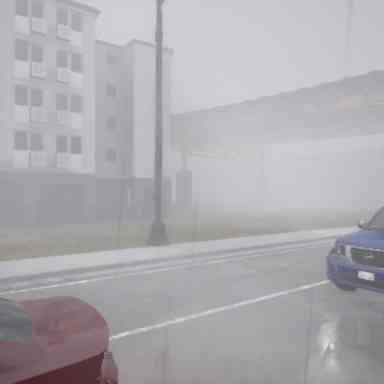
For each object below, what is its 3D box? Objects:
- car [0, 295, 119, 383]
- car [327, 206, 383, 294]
[{"bbox_3d":[-2.931,1.472,1.893,5.008,1.535,1.882,1,0,-36],"label":"car"},{"bbox_3d":[5.609,1.276,8.022,5.566,2.045,2.150,0,0,-35],"label":"car"}]
